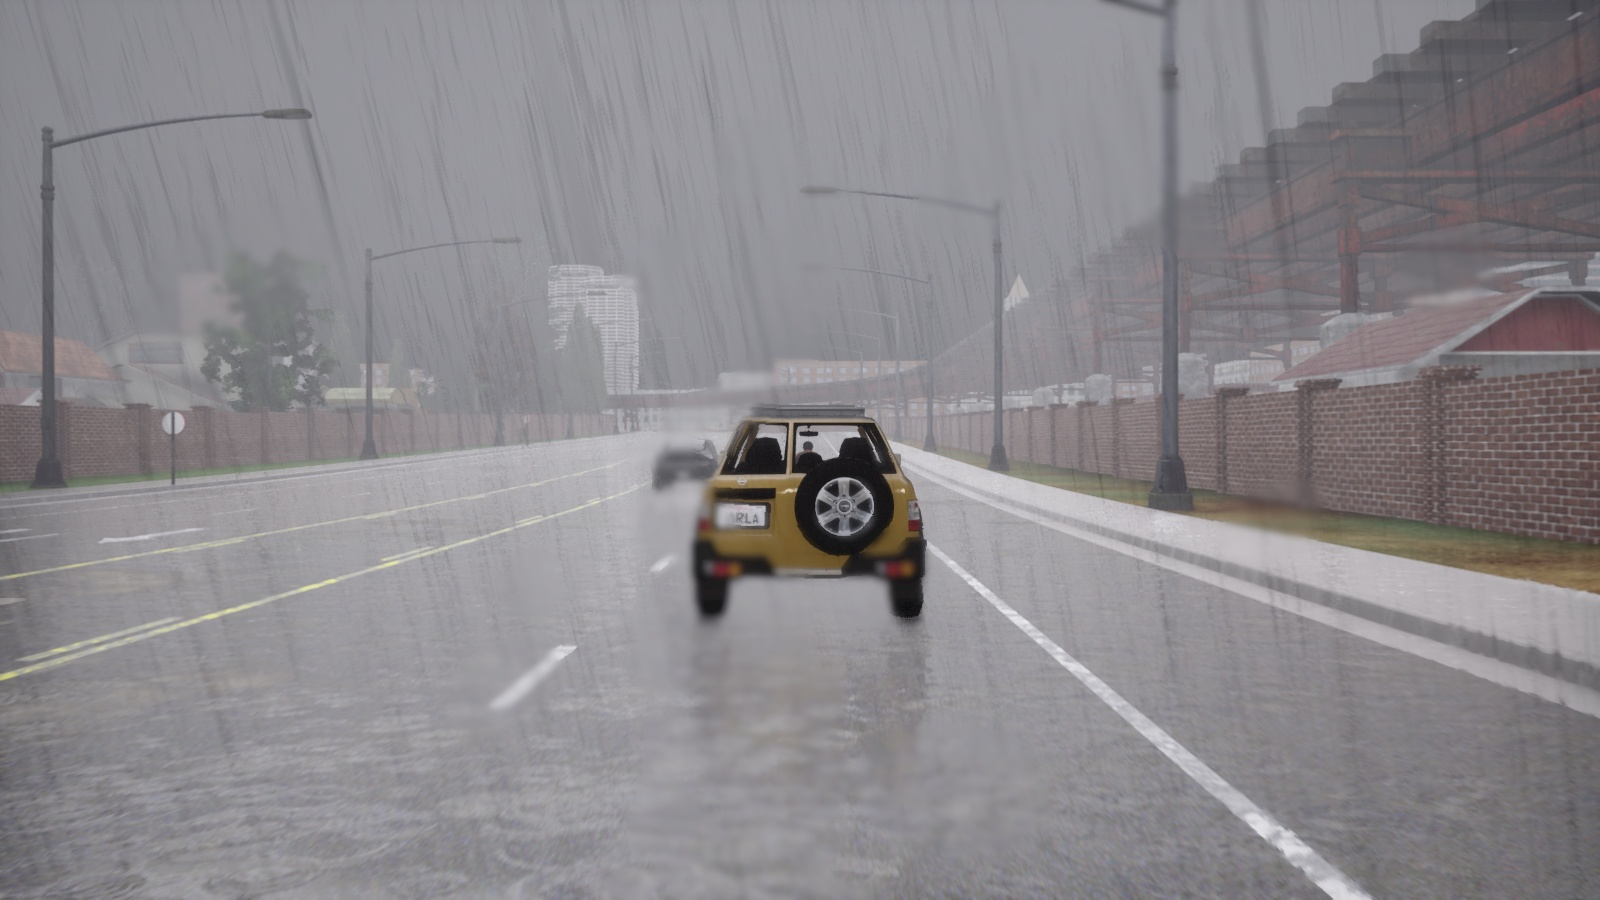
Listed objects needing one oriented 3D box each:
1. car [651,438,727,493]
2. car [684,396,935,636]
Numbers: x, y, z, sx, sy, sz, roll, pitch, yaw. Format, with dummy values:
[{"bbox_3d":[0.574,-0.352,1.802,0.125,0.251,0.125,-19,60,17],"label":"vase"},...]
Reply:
[{"bbox_3d":[-3.268,0.419,37.748,1.837,1.490,4.892,0,1,0],"label":"car"},{"bbox_3d":[0.084,0.496,12.001,1.932,1.855,4.605,0,0,0],"label":"car"}]
